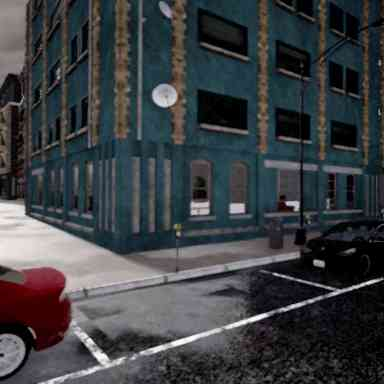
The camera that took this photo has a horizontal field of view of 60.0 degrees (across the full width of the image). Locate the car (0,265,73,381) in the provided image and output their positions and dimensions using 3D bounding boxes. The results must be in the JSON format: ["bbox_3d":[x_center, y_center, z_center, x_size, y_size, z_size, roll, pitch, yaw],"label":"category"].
[{"bbox_3d":[-3.775,1.546,3.858,4.507,1.381,1.887,0,1,-36],"label":"car"}]

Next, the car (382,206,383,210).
[{"bbox_3d":[19.390,1.339,36.481,1.947,1.339,4.313,2,0,-36],"label":"car"}]

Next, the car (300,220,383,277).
[{"bbox_3d":[5.217,1.561,10.275,4.313,1.339,1.947,0,0,-36],"label":"car"}]
